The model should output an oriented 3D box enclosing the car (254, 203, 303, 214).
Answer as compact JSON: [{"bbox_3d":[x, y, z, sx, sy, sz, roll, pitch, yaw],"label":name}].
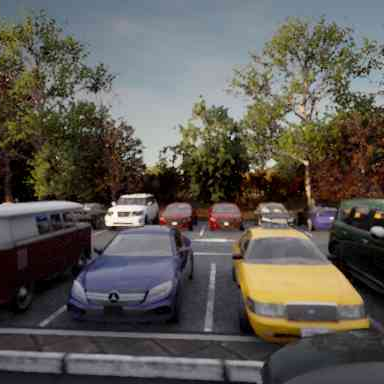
[{"bbox_3d":[4.793,1.409,19.975,2.231,1.521,4.892,0,0,5],"label":"car"}]

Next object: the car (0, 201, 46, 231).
[{"bbox_3d":[-11.794,1.431,21.517,1.946,1.575,5.366,0,0,5],"label":"car"}]

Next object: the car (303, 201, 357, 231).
[{"bbox_3d":[7.561,1.432,19.771,2.163,1.488,4.792,0,0,5],"label":"car"}]

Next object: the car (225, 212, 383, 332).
[{"bbox_3d":[1.779,1.458,6.907,1.946,1.575,5.366,0,0,5],"label":"car"}]

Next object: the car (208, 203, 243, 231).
[{"bbox_3d":[2.026,1.414,20.202,2.097,1.535,5.008,0,0,5],"label":"car"}]

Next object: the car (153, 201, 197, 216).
[{"bbox_3d":[-0.740,1.420,20.429,2.097,1.535,5.008,0,0,5],"label":"car"}]

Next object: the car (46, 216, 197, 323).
[{"bbox_3d":[-0.999,1.506,7.324,2.002,1.452,4.674,0,0,5],"label":"car"}]

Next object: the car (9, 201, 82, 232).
[{"bbox_3d":[-9.041,1.434,21.100,2.097,1.535,5.008,0,0,5],"label":"car"}]

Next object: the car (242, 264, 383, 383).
[{"bbox_3d":[2.894,1.493,2.227,4.892,1.490,1.837,0,0,5],"label":"car"}]

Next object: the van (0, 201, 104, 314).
[{"bbox_3d":[-3.784,1.245,7.666,1.878,1.987,4.442,0,0,5],"label":"van"}]

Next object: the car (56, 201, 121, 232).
[{"bbox_3d":[-6.273,1.432,20.872,2.231,1.521,4.892,0,0,5],"label":"car"}]

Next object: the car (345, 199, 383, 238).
[{"bbox_3d":[10.309,1.395,19.329,1.946,1.575,5.366,0,0,5],"label":"car"}]

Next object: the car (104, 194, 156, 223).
[{"bbox_3d":[-3.510,1.174,20.621,2.435,2.045,5.566,0,0,5],"label":"car"}]
